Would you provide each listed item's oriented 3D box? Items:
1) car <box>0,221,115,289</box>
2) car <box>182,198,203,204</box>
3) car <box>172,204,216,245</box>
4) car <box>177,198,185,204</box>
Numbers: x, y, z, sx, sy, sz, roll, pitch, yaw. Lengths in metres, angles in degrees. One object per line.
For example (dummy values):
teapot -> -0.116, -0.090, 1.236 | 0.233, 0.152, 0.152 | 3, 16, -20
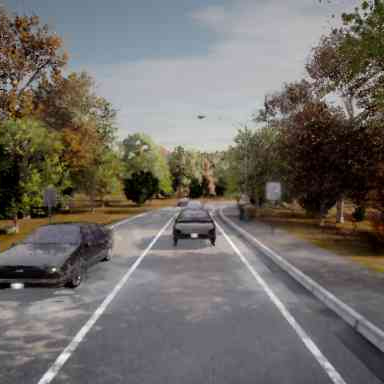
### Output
car -> -3.603, 1.566, 9.528 | 2.033, 1.411, 5.357 | 0, 0, 0
car -> 0.323, 1.582, 32.668 | 1.812, 1.442, 4.674 | -1, 0, 2
car -> 0.095, 1.522, 15.697 | 2.128, 1.511, 4.902 | 0, 0, 0
car -> -1.102, 1.618, 52.635 | 1.812, 1.442, 4.674 | 1, 0, 11
